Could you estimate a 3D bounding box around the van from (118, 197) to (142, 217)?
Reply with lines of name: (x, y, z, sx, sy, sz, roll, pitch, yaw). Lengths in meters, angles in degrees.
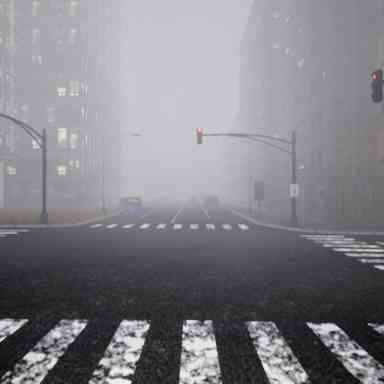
van: (-5.658, 1.331, 30.645, 1.690, 1.788, 3.998, 0, 0, 0)

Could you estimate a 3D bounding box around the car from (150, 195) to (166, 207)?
car: (-5.635, 1.516, 52.679, 1.752, 1.417, 4.829, 0, 0, 0)

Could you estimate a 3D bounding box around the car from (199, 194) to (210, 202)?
car: (2.768, 1.311, 75.045, 2.192, 1.841, 5.009, 0, 0, 0)

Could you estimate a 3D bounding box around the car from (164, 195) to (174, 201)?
car: (-5.606, 1.549, 80.604, 2.008, 1.369, 4.403, 0, 0, 0)

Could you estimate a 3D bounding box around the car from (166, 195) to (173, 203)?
car: (-5.618, 1.434, 69.501, 1.967, 1.590, 4.097, 0, 0, 0)

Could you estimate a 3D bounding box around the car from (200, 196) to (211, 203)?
car: (2.763, 1.545, 69.494, 2.008, 1.369, 4.403, 0, 0, 0)

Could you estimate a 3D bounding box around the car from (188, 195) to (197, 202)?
car: (0.076, 1.344, 70.141, 1.837, 1.490, 4.892, 0, 0, 0)

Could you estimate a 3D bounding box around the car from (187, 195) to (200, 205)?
car: (0.067, 1.592, 60.165, 1.895, 1.301, 4.718, 0, 0, 0)

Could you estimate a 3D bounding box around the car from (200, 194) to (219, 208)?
car: (2.739, 1.305, 47.291, 2.192, 1.841, 5.009, 0, 0, 0)

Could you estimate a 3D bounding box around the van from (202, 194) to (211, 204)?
van: (2.756, 1.333, 63.943, 1.690, 1.788, 3.998, 0, 0, 0)

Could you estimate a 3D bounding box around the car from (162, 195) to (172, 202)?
car: (-5.613, 1.521, 74.882, 1.752, 1.417, 4.829, 0, 0, 0)
